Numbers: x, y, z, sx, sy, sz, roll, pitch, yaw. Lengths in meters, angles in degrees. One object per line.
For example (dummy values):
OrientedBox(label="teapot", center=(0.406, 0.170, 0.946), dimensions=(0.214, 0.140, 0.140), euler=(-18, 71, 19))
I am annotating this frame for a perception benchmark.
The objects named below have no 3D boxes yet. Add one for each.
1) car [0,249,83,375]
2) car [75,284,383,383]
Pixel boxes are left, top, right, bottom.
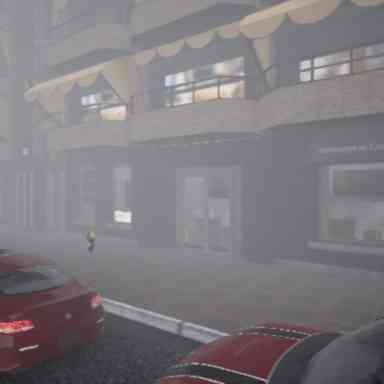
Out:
OrientedBox(label="car", center=(-3.106, 1.550, 5.086), dimensions=(4.206, 1.307, 1.802), euler=(0, 0, 35))
OrientedBox(label="car", center=(1.480, 1.442, 1.819), dimensions=(4.097, 1.590, 1.967), euler=(0, 0, 35))
